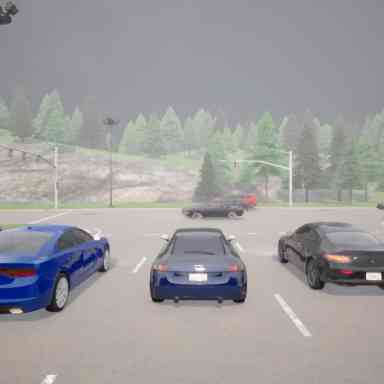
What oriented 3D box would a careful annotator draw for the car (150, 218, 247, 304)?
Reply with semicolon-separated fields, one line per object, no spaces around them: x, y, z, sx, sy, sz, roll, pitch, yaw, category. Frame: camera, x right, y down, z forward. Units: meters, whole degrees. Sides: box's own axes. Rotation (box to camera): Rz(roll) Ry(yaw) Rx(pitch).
0.162;1.564;8.232;1.994;1.385;4.181;0;0;1;car

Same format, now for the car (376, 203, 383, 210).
24.211;1.564;39.356;4.181;1.385;1.994;0;0;0;car

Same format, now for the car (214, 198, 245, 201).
1.758;1.547;30.804;5.357;1.411;2.033;0;0;-9;car

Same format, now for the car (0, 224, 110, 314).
-3.351;1.478;7.734;1.882;1.535;5.008;0;0;1;car

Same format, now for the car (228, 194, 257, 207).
5.383;1.221;41.841;5.566;2.045;2.150;0;0;-6;car

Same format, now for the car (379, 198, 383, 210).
26.978;1.526;42.831;4.674;1.442;1.812;0;0;1;car

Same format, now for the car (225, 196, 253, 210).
4.090;1.504;38.136;4.892;1.490;1.837;0;0;-7;car

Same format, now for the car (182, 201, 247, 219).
1.757;1.601;27.254;4.718;1.301;1.895;0;0;-9;car

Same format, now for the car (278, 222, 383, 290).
3.679;1.526;8.969;1.812;1.442;4.674;0;0;1;car
